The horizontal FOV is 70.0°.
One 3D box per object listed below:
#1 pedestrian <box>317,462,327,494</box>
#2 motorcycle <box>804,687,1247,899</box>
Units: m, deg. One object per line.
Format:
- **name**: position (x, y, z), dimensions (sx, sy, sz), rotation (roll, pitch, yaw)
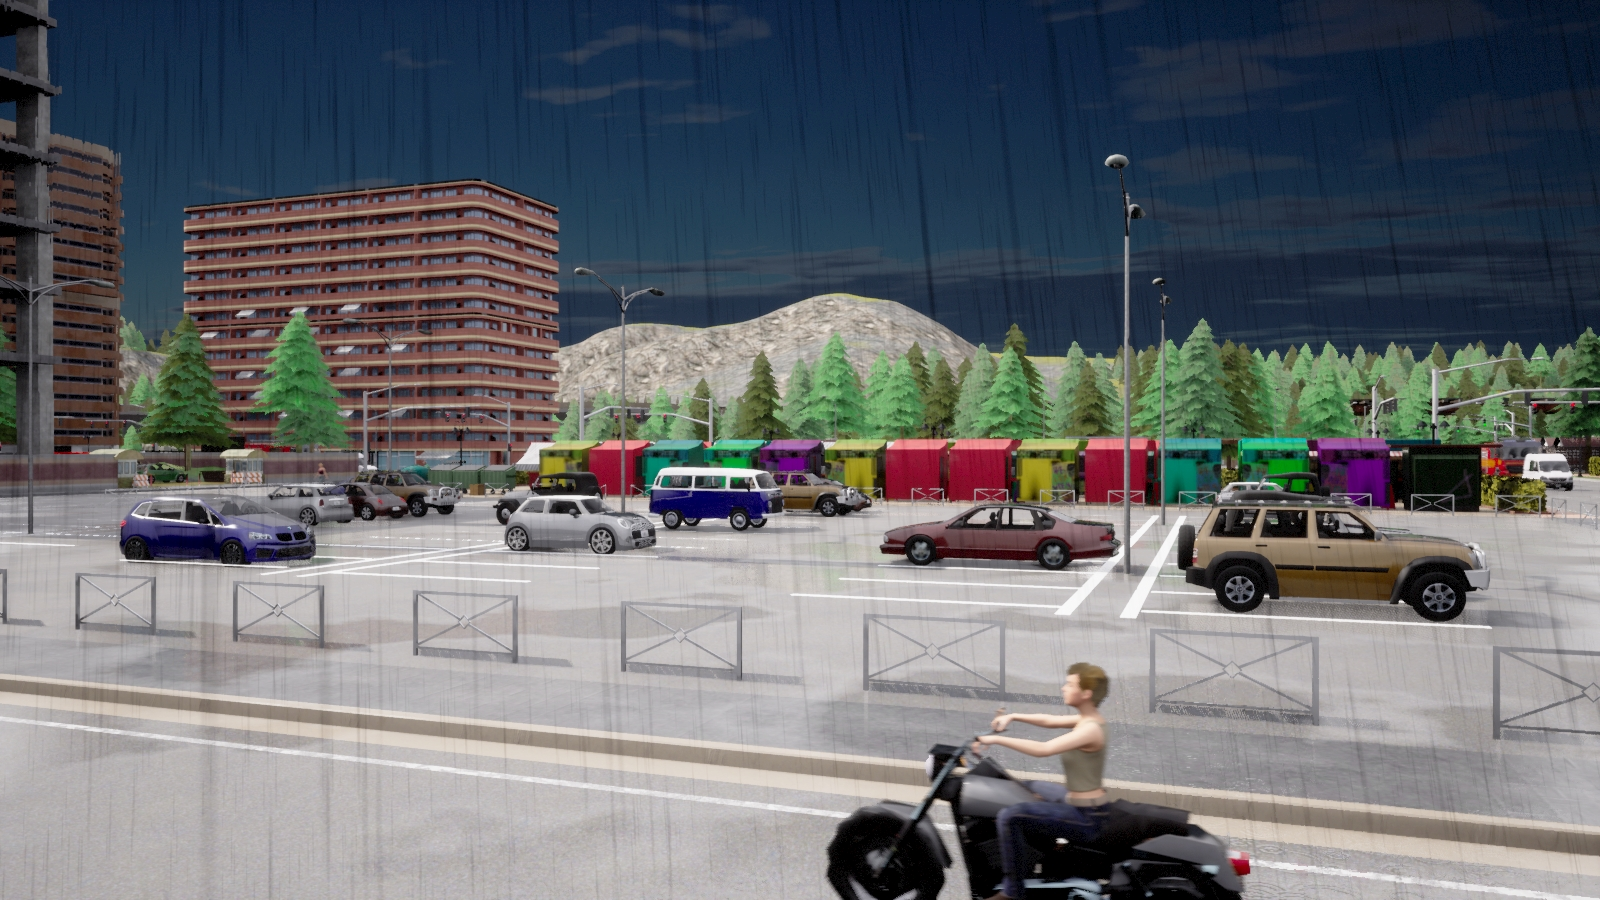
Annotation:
- **pedestrian**: position (-28.006, 1.643, 66.989), dimensions (0.375, 1.860, 0.375), rotation (0, 0, 19)
- **motorcycle**: position (1.261, 2.155, 6.464), dimensions (2.356, 1.307, 0.764), rotation (0, 0, 21)
